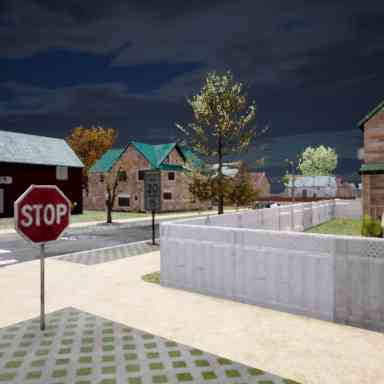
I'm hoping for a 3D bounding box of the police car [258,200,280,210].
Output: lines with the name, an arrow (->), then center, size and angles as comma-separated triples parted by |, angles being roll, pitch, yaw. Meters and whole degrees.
police car -> 8.567, 1.726, 38.605 | 2.038, 1.542, 4.974 | -1, -1, 34
